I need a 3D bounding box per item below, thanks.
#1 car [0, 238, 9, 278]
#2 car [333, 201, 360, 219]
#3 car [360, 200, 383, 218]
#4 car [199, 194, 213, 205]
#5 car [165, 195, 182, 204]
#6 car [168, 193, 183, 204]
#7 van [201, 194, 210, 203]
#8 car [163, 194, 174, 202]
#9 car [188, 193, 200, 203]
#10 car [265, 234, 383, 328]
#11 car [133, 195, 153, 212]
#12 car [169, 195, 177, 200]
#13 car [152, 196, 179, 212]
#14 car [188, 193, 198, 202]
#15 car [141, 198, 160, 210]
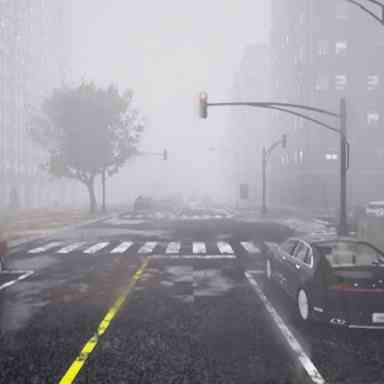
[{"bbox_3d":[-5.673,1.544,6.928,1.887,1.381,4.507,0,0,0],"label":"car"},{"bbox_3d":[13.497,1.345,26.280,4.403,1.369,2.008,-1,1,0],"label":"car"},{"bbox_3d":[15.495,0.989,23.717,5.566,2.045,2.150,-1,0,0],"label":"car"},{"bbox_3d":[2.859,1.600,61.383,1.947,1.339,4.313,0,0,0],"label":"car"},{"bbox_3d":[-2.965,1.570,49.146,2.033,1.411,5.357,0,0,0],"label":"car"},{"bbox_3d":[-2.857,1.262,65.510,2.150,2.045,5.566,0,0,1],"label":"car"},{"bbox_3d":[2.889,1.390,72.430,1.690,1.788,3.998,0,0,0],"label":"van"},{"bbox_3d":[-5.476,1.373,77.975,2.192,1.841,5.009,0,0,0],"label":"car"},{"bbox_3d":[0.291,1.396,68.699,2.097,1.767,4.553,0,0,0],"label":"car"},{"bbox_3d":[2.707,1.550,6.904,2.008,1.369,4.403,0,0,0],"label":"car"},{"bbox_3d":[-5.584,1.330,39.316,2.192,1.841,5.009,0,0,0],"label":"car"},{"bbox_3d":[-5.430,1.638,94.544,2.008,1.369,4.403,0,0,0],"label":"car"},{"bbox_3d":[-2.995,1.561,38.600,2.033,1.411,5.357,0,0,0],"label":"car"},{"bbox_3d":[0.218,1.284,78.855,2.150,2.045,5.566,0,0,0],"label":"car"},{"bbox_3d":[-5.568,1.585,44.839,1.947,1.339,4.313,0,0,0],"label":"car"}]
